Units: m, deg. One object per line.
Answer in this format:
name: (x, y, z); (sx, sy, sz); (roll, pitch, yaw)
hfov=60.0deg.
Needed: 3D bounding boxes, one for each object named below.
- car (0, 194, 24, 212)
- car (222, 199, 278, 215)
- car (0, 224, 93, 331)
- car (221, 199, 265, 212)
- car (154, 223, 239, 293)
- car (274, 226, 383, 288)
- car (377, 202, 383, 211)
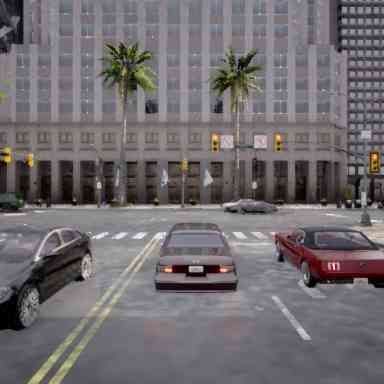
car: (-22.227, 1.221, 38.014); (5.566, 2.045, 2.150); (0, 0, 0)
car: (5.931, 1.547, 33.249); (5.357, 1.411, 2.033); (0, 0, -18)
car: (-3.555, 1.491, 6.961); (2.128, 1.511, 4.902); (0, 0, 1)
car: (5.759, 1.525, 37.901); (4.674, 1.442, 1.812); (0, 0, 0)
car: (0.095, 1.547, 8.989); (2.033, 1.411, 5.357); (0, 0, 0)
car: (3.641, 1.601, 9.257); (1.895, 1.301, 4.718); (0, 0, 2)
car: (23.620, 1.352, 37.823); (4.553, 1.767, 2.097); (0, 0, 0)
